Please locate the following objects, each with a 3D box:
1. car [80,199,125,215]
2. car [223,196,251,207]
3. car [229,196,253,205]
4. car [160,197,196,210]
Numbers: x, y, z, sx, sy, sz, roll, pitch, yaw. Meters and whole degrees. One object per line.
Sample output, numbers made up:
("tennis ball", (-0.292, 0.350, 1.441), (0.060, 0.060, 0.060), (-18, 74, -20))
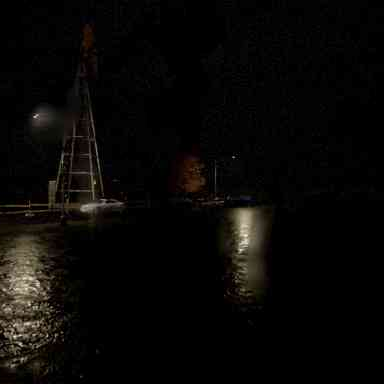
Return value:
("car", (-8.682, 1.413, 32.718), (1.812, 1.442, 4.674), (1, 1, 37))
("car", (6.453, 1.406, 47.470), (2.033, 1.411, 5.357), (1, 1, 38))
("car", (7.973, 1.328, 54.018), (1.812, 1.442, 4.674), (1, 1, 39))
("car", (-1.661, 1.397, 41.854), (2.033, 1.411, 5.357), (1, 1, 37))
